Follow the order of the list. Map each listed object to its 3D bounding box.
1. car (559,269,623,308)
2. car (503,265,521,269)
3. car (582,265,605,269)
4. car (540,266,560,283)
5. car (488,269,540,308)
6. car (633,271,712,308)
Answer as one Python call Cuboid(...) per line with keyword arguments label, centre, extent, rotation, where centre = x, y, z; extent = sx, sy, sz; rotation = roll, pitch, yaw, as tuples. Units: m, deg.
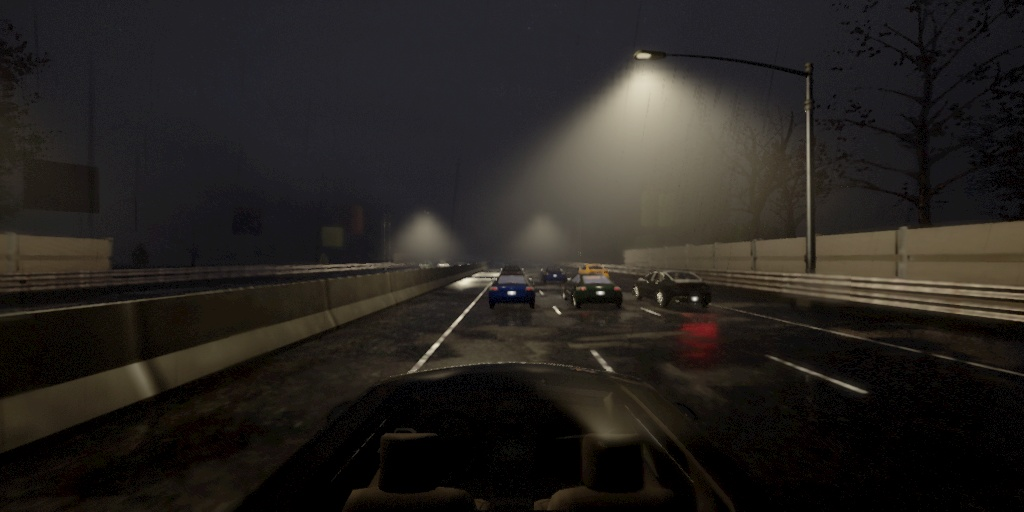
Cuboid(label="car", centre=(3.509, 1.451, 16.179), extent=(1.994, 1.385, 4.181), rotation=(0, 0, 0))
Cuboid(label="car", centre=(0.013, 1.507, 31.331), extent=(1.882, 1.535, 5.008), rotation=(0, 0, 0))
Cuboid(label="car", centre=(7.013, 1.507, 31.332), extent=(1.882, 1.535, 5.008), rotation=(0, 0, 0))
Cuboid(label="car", centre=(3.510, 1.591, 31.117), extent=(1.994, 1.385, 4.181), rotation=(0, 0, 0))
Cuboid(label="car", centre=(0.006, 1.451, 16.200), extent=(1.994, 1.385, 4.181), rotation=(0, 0, 0))
Cuboid(label="car", centre=(7.008, 1.394, 16.152), extent=(1.837, 1.490, 4.892), rotation=(0, 0, 0))
